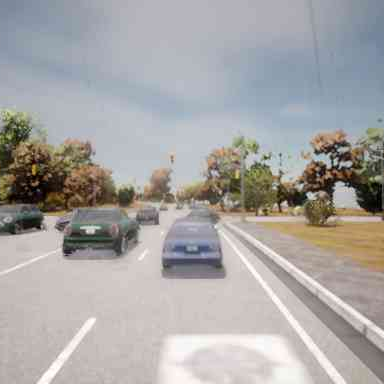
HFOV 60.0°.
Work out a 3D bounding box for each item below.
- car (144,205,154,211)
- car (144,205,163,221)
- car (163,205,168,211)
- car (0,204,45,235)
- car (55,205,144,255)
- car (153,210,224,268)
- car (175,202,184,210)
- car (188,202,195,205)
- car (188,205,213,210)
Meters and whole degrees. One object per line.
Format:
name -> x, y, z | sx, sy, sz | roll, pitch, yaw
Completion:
car -> -10.493, 3.924, 81.300 | 1.994, 1.385, 4.181 | 0, 0, 0
car -> -3.845, 1.962, 28.637 | 2.128, 1.511, 4.902 | 0, -3, -7
car -> -6.993, 3.849, 81.314 | 1.882, 1.535, 5.008 | 0, 0, 0
car -> -10.545, 1.508, 19.562 | 2.097, 1.767, 4.553 | 0, -1, 1
car -> -3.454, 1.392, 13.483 | 2.097, 1.767, 4.553 | 0, -1, 0
car -> 0.026, 1.566, 11.309 | 2.033, 1.411, 5.357 | 0, 0, 1
car -> -3.493, 3.972, 88.610 | 1.895, 1.301, 4.718 | 0, 0, 0
car -> 0.007, 3.900, 88.545 | 1.812, 1.442, 4.674 | 0, 0, 0
car -> 1.121, 2.038, 28.720 | 1.994, 1.385, 4.181 | -1, -3, 20
